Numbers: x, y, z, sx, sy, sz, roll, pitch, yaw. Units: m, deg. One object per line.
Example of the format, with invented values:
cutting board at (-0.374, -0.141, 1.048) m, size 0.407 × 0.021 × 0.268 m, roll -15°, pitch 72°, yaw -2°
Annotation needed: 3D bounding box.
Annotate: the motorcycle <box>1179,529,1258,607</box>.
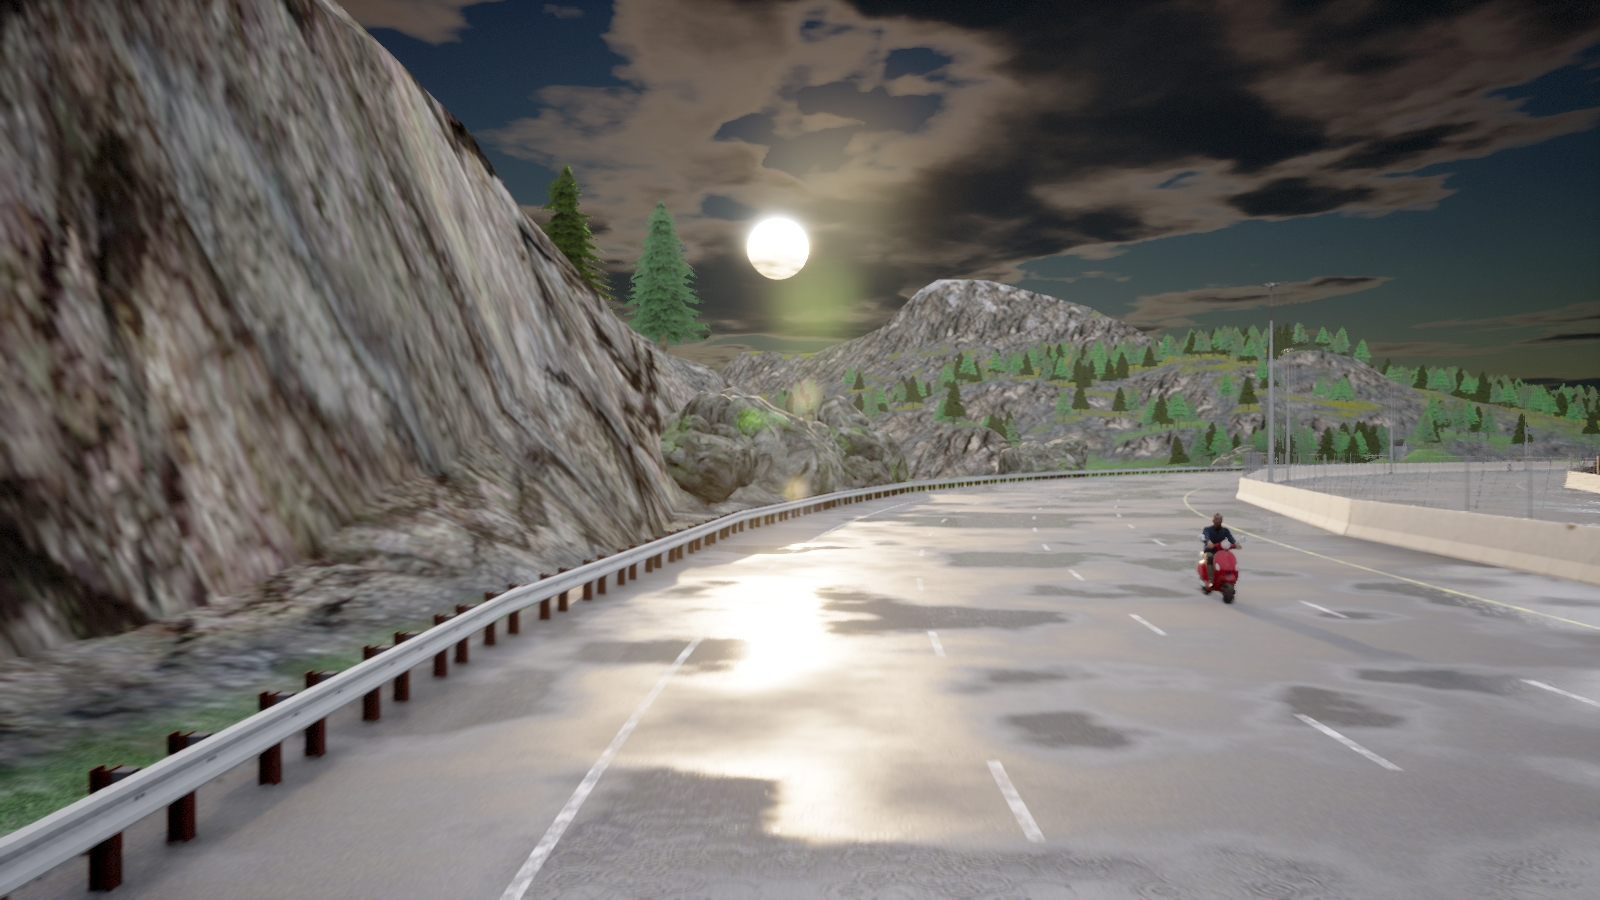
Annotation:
motorcycle at (7.796, 2.185, 21.386) m, size 0.856 × 1.236 × 1.805 m, roll 2°, pitch 0°, yaw 3°
